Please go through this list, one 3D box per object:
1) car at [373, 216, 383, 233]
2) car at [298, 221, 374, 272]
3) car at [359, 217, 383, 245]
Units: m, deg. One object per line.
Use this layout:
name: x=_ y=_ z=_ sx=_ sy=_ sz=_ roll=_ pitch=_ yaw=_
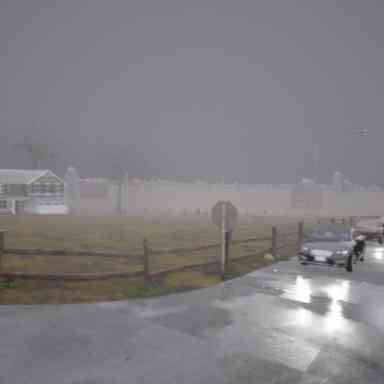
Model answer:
car: x=19.397 y=3.204 z=33.234 sx=1.812 sy=1.442 sz=4.674 roll=1 pitch=-2 yaw=35
car: x=5.785 y=2.134 z=13.484 sx=2.128 sy=1.511 sz=4.902 roll=1 pitch=-2 yaw=34
car: x=12.112 y=2.600 z=22.696 sx=1.882 sy=1.535 sz=5.008 roll=1 pitch=-2 yaw=35
